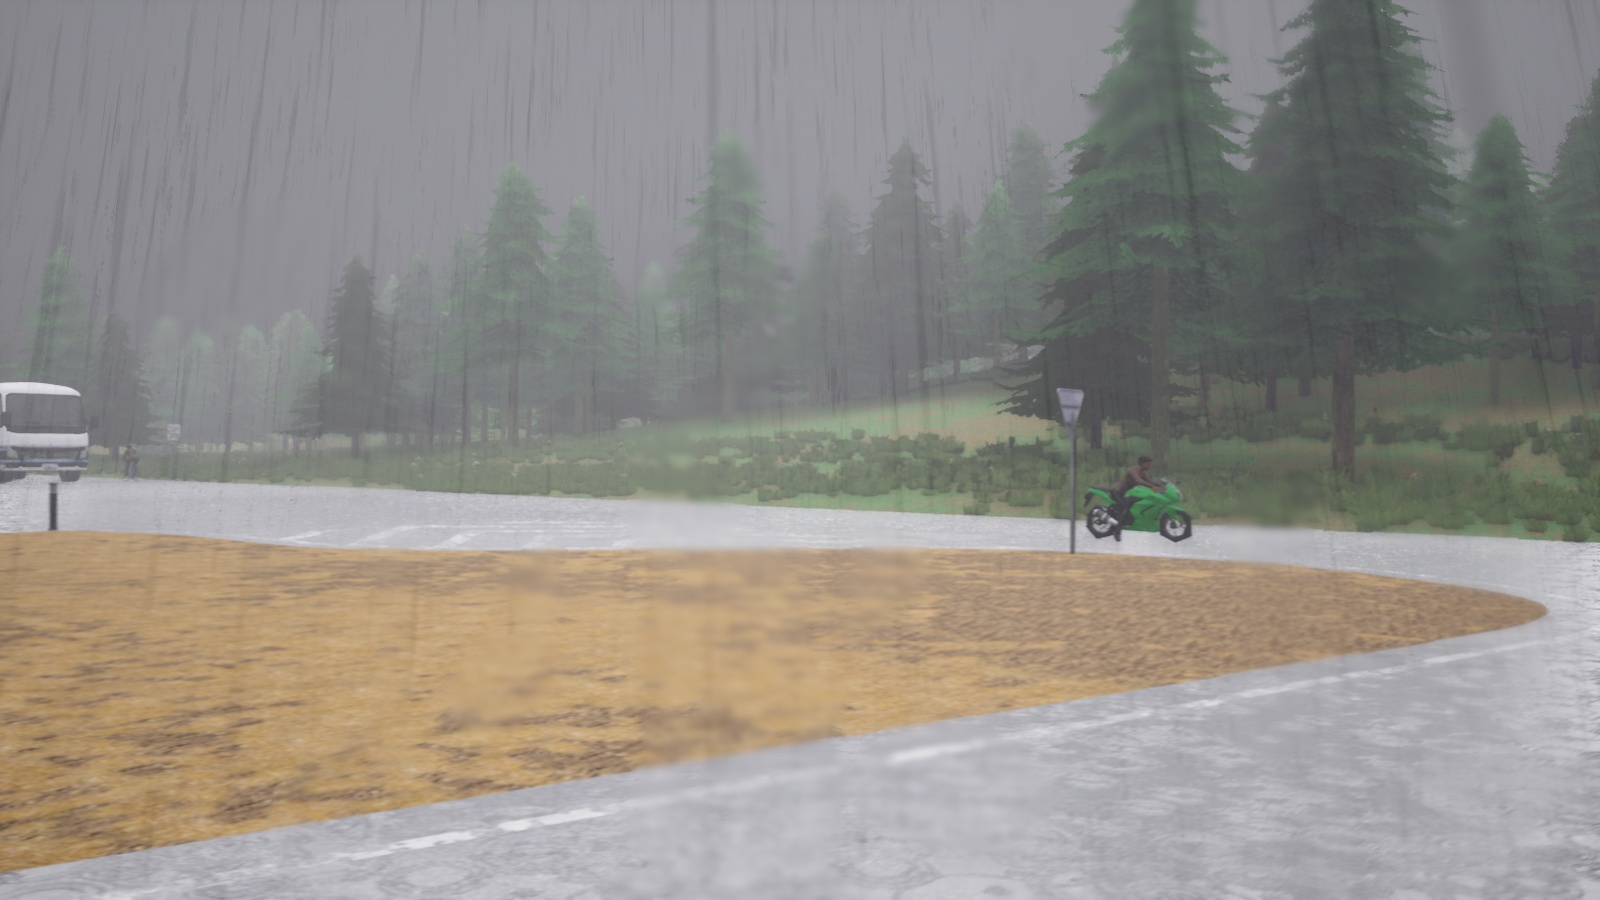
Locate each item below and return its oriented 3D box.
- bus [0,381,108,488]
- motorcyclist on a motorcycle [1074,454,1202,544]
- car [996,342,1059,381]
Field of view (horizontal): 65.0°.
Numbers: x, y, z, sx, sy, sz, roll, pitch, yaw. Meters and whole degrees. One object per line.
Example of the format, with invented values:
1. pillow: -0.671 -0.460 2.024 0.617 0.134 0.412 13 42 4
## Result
1. bus: -34.432 -0.611 54.615 10.273 4.253 3.944 0 0 39
2. motorcyclist on a motorcycle: 5.973 0.836 22.263 2.044 1.523 0.797 0 0 39
3. car: 14.562 -5.645 80.614 1.932 1.855 4.605 0 -5 -19
